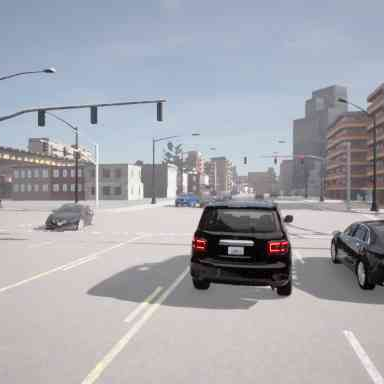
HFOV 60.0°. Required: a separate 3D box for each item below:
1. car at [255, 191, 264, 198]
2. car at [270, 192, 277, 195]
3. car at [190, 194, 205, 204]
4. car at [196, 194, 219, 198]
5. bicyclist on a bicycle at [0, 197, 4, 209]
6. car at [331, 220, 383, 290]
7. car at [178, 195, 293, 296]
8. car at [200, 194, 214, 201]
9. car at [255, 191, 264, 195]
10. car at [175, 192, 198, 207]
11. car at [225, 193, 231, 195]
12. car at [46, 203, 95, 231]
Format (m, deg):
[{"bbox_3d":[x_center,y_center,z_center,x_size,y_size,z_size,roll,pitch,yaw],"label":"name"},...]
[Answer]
[{"bbox_3d":[17.218,0.559,85.138,2.097,1.767,4.553,0,1,11],"label":"car"},{"bbox_3d":[20.654,0.744,84.468,2.033,1.411,5.357,0,1,11],"label":"car"},{"bbox_3d":[1.019,1.217,57.898,1.837,1.490,4.892,0,1,11],"label":"car"},{"bbox_3d":[2.216,1.381,46.018,1.837,1.490,4.892,0,1,11],"label":"car"},{"bbox_3d":[-23.941,1.303,41.344,0.582,1.620,1.656,0,0,10],"label":"bicyclist on a bicycle"},{"bbox_3d":[5.071,1.505,8.886,1.837,1.490,4.892,0,0,11],"label":"car"},{"bbox_3d":[1.509,1.221,8.997,2.150,2.045,5.566,0,0,14],"label":"car"},{"bbox_3d":[3.133,1.075,68.167,2.033,1.411,5.357,0,1,12],"label":"car"},{"bbox_3d":[15.075,0.903,74.316,2.128,1.511,4.902,0,1,11],"label":"car"},{"bbox_3d":[-0.871,1.079,48.417,2.150,2.045,5.566,0,1,12],"label":"car"},{"bbox_3d":[5.879,1.091,64.214,1.837,1.490,4.892,0,1,12],"label":"car"},{"bbox_3d":[-7.378,1.508,20.715,1.837,1.490,4.892,3,0,-3],"label":"car"}]
